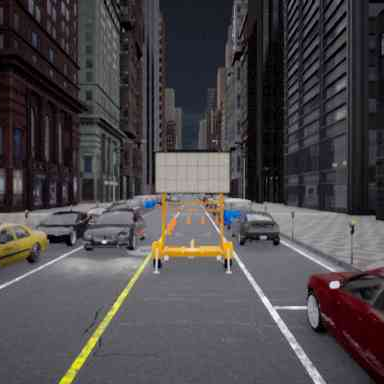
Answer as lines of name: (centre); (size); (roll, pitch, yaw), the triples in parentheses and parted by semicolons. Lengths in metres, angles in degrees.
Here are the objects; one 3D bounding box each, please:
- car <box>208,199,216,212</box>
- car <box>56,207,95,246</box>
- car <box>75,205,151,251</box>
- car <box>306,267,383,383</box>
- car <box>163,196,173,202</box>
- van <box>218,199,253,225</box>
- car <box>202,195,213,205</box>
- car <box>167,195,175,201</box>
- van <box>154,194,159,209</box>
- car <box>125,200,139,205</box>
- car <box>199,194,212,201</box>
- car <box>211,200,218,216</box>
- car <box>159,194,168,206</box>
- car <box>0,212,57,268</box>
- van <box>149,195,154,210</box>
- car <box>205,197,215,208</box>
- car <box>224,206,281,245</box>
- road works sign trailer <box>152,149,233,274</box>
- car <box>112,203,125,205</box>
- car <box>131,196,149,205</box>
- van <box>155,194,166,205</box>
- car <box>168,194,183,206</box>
car: (2.826, 1.582, 32.080); (1.802, 1.307, 4.206); (0, 0, 0)
car: (-5.734, 1.562, 15.171); (1.947, 1.339, 4.313); (0, 0, 0)
car: (-3.072, 1.501, 14.094); (1.837, 1.490, 4.892); (0, 0, 0)
car: (2.769, 1.543, 3.899); (1.887, 1.381, 4.507); (0, 0, 0)
car: (-5.608, 1.582, 77.174); (1.887, 1.381, 4.507); (0, 0, 0)
van: (2.802, 1.338, 20.808); (1.690, 1.788, 3.998); (0, 0, 0)
car: (2.860, 1.554, 48.989); (1.887, 1.381, 4.507); (0, 0, 0)
car: (-5.585, 1.620, 88.447); (1.947, 1.339, 4.313); (0, 0, 0)
van: (-5.677, 1.347, 43.355); (1.690, 1.788, 3.998); (0, 0, 0)
car: (-5.711, 1.564, 26.445); (1.947, 1.339, 4.313); (0, 0, 0)
car: (2.882, 1.334, 60.261); (2.192, 1.841, 5.009); (0, 0, 0)
car: (2.814, 1.548, 26.444); (2.008, 1.369, 4.403); (0, 0, 0)
car: (-5.654, 1.328, 54.627); (2.192, 1.841, 5.009); (0, 0, 0)
car: (-5.745, 1.522, 9.365); (1.752, 1.417, 4.829); (0, 0, 0)
van: (-5.688, 1.343, 37.718); (1.690, 1.788, 3.998); (0, 0, 0)
car: (2.837, 1.553, 37.717); (2.008, 1.369, 4.403); (0, 0, 0)
car: (2.791, 1.547, 15.171); (2.008, 1.369, 4.403); (0, 0, 0)
road works sign trailer: (0.021, 0.461, 10.562); (2.380, 3.560, 2.880); (0, 0, 0)
car: (-5.722, 1.579, 20.809); (1.802, 1.307, 4.206); (0, 0, 0)
car: (-5.700, 1.440, 32.082); (1.967, 1.590, 4.097); (0, 0, 0)
van: (-5.642, 1.360, 60.264); (1.690, 1.788, 3.998); (0, 0, 0)
car: (-2.975, 1.491, 54.940); (1.882, 1.535, 5.008); (0, 0, 0)
